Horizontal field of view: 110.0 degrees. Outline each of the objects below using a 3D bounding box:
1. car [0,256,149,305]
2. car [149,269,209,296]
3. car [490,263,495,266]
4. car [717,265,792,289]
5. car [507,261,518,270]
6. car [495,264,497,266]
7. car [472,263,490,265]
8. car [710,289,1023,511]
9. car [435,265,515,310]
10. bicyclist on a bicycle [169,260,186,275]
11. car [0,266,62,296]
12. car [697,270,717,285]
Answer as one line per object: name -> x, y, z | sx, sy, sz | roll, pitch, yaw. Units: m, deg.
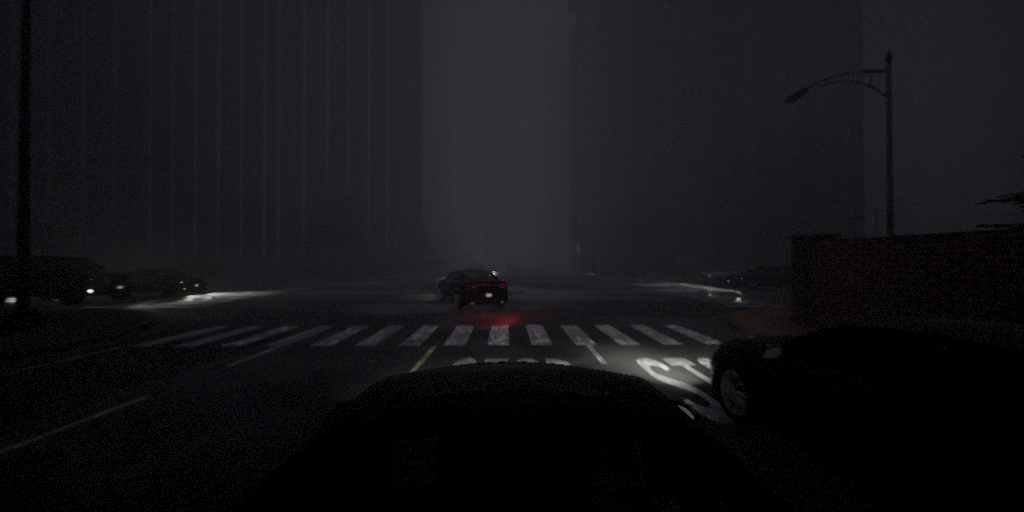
car -> -19.983, 1.021, 15.791 | 5.566, 2.045, 2.150 | 0, 0, 0
car -> -18.967, 1.390, 19.316 | 4.181, 1.385, 1.994 | 0, 0, 0
car -> -3.589, 1.618, 47.555 | 1.812, 1.442, 4.674 | 0, 0, 0
car -> 16.321, 1.359, 23.109 | 4.892, 1.490, 1.837 | 0, 0, -1
car -> 0.097, 1.685, 63.032 | 1.882, 1.535, 5.008 | 0, 0, 0
car -> -3.555, 1.776, 58.733 | 1.895, 1.301, 4.718 | 0, 0, 1
car -> -3.591, 1.542, 37.389 | 1.812, 1.442, 4.674 | 0, 0, 0
car -> 3.580, 1.264, 2.900 | 1.837, 1.490, 4.892 | 0, 0, 0
car -> -1.855, 1.291, 15.284 | 1.882, 1.535, 5.008 | 1, -1, -24
bicyclist on a bicycle -> -29.169, 1.216, 31.284 | 0.582, 1.620, 1.656 | 0, 0, 0
car -> -27.944, 1.303, 19.302 | 5.008, 1.535, 1.882 | 0, 0, 0
car -> 16.298, 1.406, 26.602 | 4.674, 1.442, 1.812 | 0, 0, 0
